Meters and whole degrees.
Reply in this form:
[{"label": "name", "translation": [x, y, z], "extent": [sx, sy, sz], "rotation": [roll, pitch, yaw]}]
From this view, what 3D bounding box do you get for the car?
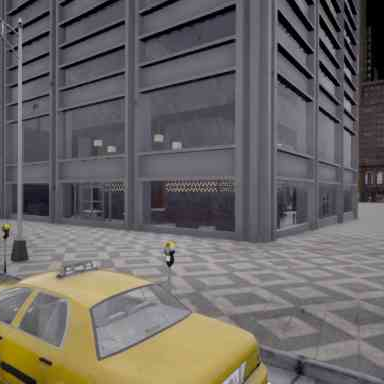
[{"label": "car", "translation": [-1.558, 1.525, 4.063], "extent": [4.829, 1.417, 1.752], "rotation": [0, 0, 35]}]
